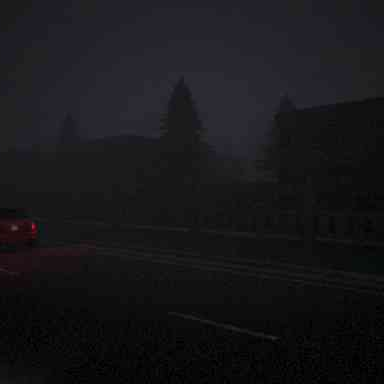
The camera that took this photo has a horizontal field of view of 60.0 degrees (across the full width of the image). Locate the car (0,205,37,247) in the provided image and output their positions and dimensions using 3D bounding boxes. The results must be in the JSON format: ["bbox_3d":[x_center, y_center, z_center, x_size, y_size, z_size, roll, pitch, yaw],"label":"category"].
[{"bbox_3d":[-8.610,1.419,14.054,4.553,1.767,2.097,0,0,34],"label":"car"}]
